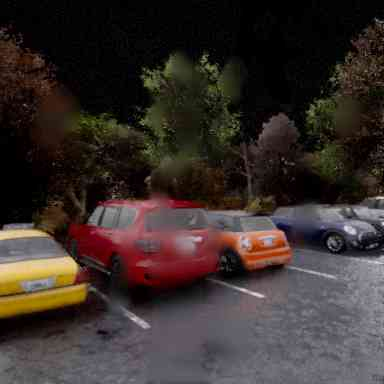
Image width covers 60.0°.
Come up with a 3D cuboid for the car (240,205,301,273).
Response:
[{"bbox_3d":[0.795,1.357,10.593,2.185,1.767,4.553,0,0,-36],"label":"car"}]

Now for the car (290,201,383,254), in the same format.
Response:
[{"bbox_3d":[5.189,1.359,13.810,2.185,1.767,4.553,0,0,-36],"label":"car"}]

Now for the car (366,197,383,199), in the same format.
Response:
[{"bbox_3d":[9.824,1.235,17.118,2.435,2.045,5.566,0,0,-36],"label":"car"}]

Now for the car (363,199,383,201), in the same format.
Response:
[{"bbox_3d":[7.455,1.360,15.429,2.185,1.767,4.553,0,0,-36],"label":"car"}]

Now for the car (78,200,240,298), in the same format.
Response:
[{"bbox_3d":[-1.607,1.230,8.951,2.435,2.045,5.566,0,0,-36],"label":"car"}]

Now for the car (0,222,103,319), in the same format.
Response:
[{"bbox_3d":[-3.965,1.478,7.460,1.946,1.575,5.366,0,0,-36],"label":"car"}]
